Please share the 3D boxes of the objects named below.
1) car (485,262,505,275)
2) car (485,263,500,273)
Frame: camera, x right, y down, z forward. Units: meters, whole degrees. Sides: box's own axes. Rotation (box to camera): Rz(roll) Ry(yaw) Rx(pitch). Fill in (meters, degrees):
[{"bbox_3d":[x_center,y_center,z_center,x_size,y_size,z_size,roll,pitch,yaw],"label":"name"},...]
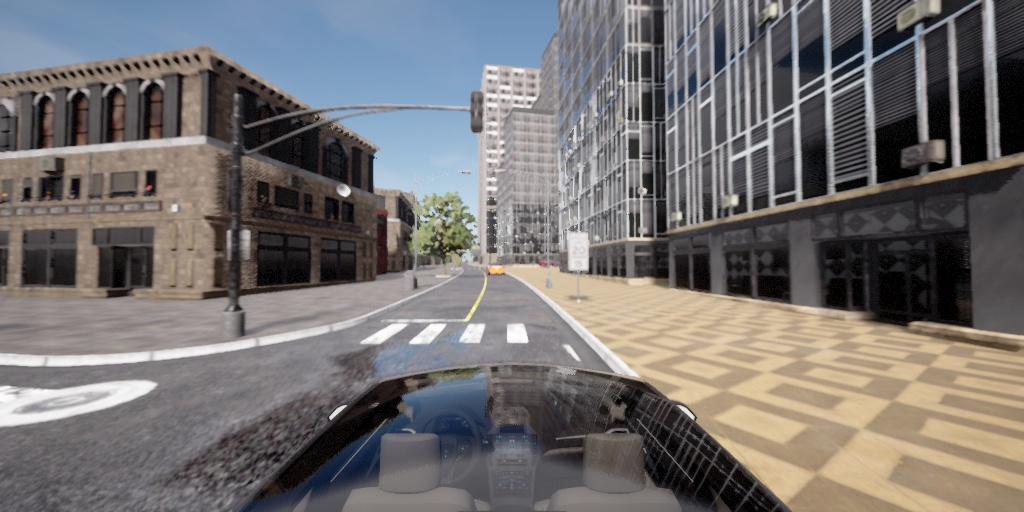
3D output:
[{"bbox_3d":[-2.133,1.605,47.458,2.097,1.767,4.553,0,-1,-6],"label":"car"},{"bbox_3d":[-3.161,1.854,57.479,2.128,1.511,4.902,0,-1,-7],"label":"car"}]
